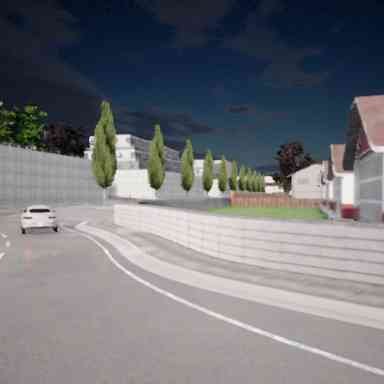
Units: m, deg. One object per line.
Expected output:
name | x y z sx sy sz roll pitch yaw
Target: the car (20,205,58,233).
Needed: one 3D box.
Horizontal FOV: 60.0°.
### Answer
car | -9.041 1.513 19.634 1.812 1.442 4.674 1 0 -27
